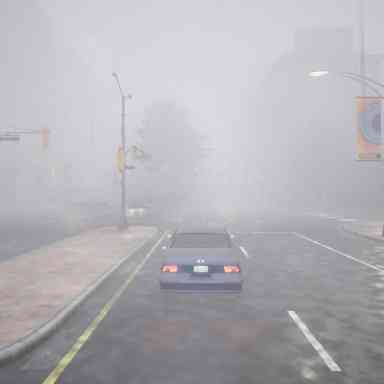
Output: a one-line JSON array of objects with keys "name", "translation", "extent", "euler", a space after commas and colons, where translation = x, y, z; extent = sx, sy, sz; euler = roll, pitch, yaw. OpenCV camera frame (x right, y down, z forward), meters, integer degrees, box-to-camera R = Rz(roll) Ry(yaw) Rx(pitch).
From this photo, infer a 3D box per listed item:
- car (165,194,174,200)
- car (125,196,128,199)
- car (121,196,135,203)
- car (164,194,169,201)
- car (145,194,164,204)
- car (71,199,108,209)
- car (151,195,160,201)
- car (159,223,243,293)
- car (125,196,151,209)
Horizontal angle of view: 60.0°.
[{"name": "car", "translation": [-6.283, 1.342, 91.806], "extent": [2.097, 1.767, 4.553], "euler": [0, 0, 1]}, {"name": "car", "translation": [-10.470, 1.526, 59.196], "extent": [1.812, 1.442, 4.674], "euler": [0, 0, 1]}, {"name": "car", "translation": [-13.447, 1.595, 69.884], "extent": [1.895, 1.301, 4.718], "euler": [0, 0, 1]}, {"name": "car", "translation": [-6.562, 1.355, 77.001], "extent": [2.097, 1.767, 4.553], "euler": [0, 0, 1]}, {"name": "car", "translation": [-6.914, 1.547, 61.579], "extent": [2.033, 1.411, 5.357], "euler": [0, 0, 2]}, {"name": "car", "translation": [-13.636, 1.601, 44.487], "extent": [1.895, 1.301, 4.718], "euler": [0, 0, 36]}, {"name": "car", "translation": [-9.833, 1.496, 89.207], "extent": [1.837, 1.490, 4.892], "euler": [0, 0, 1]}, {"name": "car", "translation": [0.232, 1.547, 8.987], "extent": [2.033, 1.411, 5.357], "euler": [0, 0, 1]}, {"name": "car", "translation": [-7.261, 1.564, 45.158], "extent": [1.994, 1.385, 4.181], "euler": [0, 0, 1]}]
